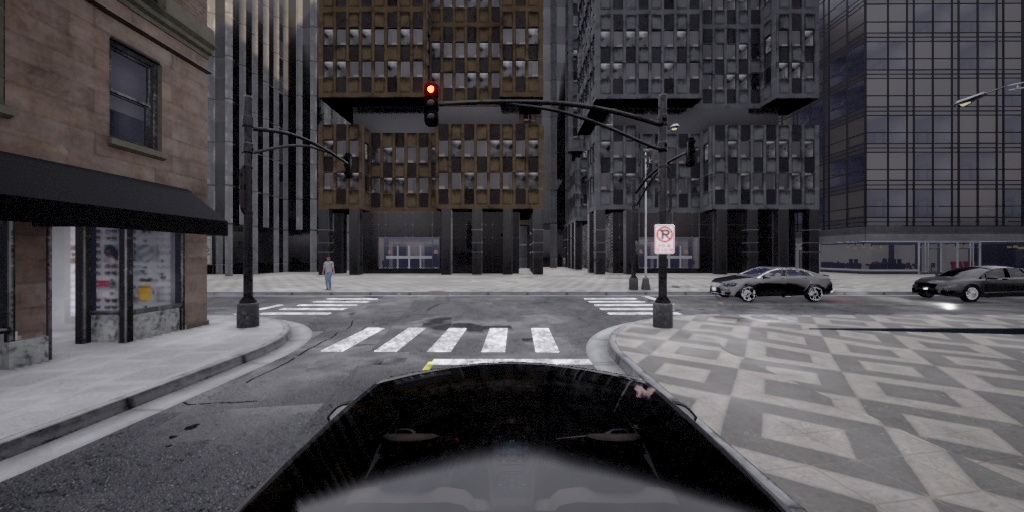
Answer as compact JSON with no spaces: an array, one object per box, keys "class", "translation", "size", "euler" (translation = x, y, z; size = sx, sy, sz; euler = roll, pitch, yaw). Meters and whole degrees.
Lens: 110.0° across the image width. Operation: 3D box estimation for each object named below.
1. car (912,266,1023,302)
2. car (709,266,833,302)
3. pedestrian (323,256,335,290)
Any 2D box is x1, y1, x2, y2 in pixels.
[{"class":"car","translation":[21.149,1.223,16.211],"size":[4.892,1.490,1.837],"euler":[0,0,1]},{"class":"car","translation":[11.629,1.223,16.274],"size":[4.902,1.511,2.128],"euler":[0,0,0]},{"class":"pedestrian","translation":[-9.935,0.903,19.445],"size":[0.375,1.860,0.375],"euler":[0,0,0]}]
